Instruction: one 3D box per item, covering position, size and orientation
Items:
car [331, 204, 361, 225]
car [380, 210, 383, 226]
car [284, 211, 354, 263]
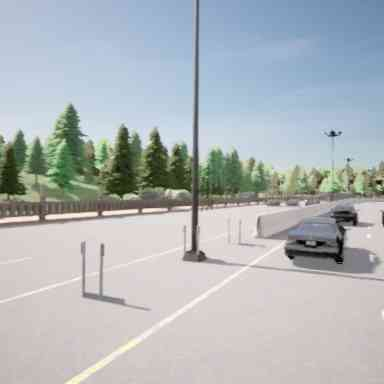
[{"bbox_3d":[12.209,1.765,26.577,1.837,1.490,4.892,0,0,29],"label":"car"},{"bbox_3d":[15.299,1.772,24.932,2.128,1.511,4.902,0,0,29],"label":"car"},{"bbox_3d":[4.840,1.660,12.572,2.033,1.411,5.357,0,0,27],"label":"car"}]
